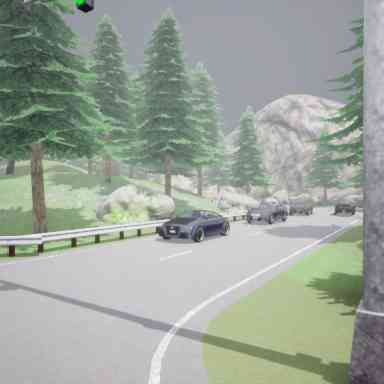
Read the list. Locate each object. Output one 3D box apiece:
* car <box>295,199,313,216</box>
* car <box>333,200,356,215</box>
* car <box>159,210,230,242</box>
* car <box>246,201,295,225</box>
[{"bbox_3d":[11.054,1.531,33.511,1.837,1.490,4.892,0,0,26],"label":"car"},{"bbox_3d":[15.641,1.614,34.127,1.837,1.490,4.892,0,-1,25],"label":"car"},{"bbox_3d":[0.222,1.581,16.507,1.994,1.385,4.181,0,0,33],"label":"car"},{"bbox_3d":[5.673,1.513,24.825,2.128,1.511,4.902,0,0,33],"label":"car"}]
